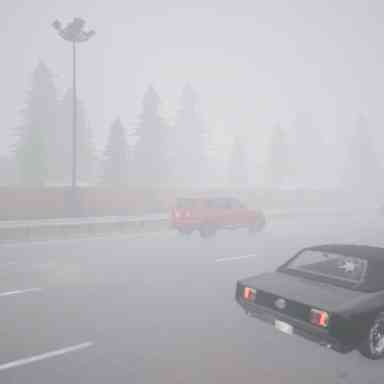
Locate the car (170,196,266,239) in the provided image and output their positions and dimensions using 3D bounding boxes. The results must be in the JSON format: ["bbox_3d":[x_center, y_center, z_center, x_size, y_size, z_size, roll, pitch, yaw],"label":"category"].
[{"bbox_3d":[1.469,1.236,17.703,5.566,2.045,2.150,0,0,-36],"label":"car"}]

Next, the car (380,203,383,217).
[{"bbox_3d":[19.157,1.381,30.398,4.553,1.767,2.097,0,0,-36],"label":"car"}]

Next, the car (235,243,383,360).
[{"bbox_3d":[3.098,1.607,5.961,4.718,1.301,1.895,0,0,-36],"label":"car"}]
